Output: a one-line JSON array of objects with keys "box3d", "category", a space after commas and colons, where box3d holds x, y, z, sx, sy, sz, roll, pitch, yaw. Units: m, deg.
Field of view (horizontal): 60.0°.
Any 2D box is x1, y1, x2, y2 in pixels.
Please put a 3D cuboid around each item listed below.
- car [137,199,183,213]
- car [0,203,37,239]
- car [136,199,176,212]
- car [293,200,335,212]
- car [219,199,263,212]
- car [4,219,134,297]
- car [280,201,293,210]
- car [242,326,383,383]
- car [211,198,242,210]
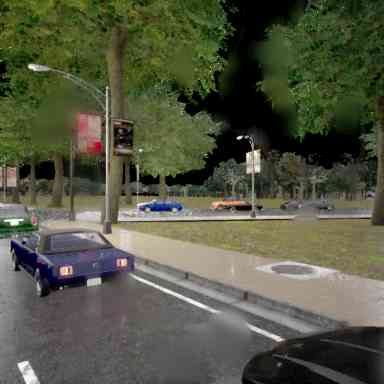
[{"box3d": [-3.579, 1.613, 38.421, 5.008, 1.535, 1.882, 0, 0, -13], "category": "car"}, {"box3d": [-8.873, 1.353, 15.894, 2.097, 1.767, 4.553, 0, 0, -37], "category": "car"}, {"box3d": [-4.545, 1.660, 41.522, 4.674, 1.442, 1.812, 0, 0, -16], "category": "car"}, {"box3d": [16.239, 1.747, 43.400, 4.902, 1.511, 2.128, 0, 0, -14], "category": "car"}, {"box3d": [6.185, 1.793, 40.879, 4.718, 1.301, 1.895, 0, 0, -14], "category": "car"}, {"box3d": [-3.410, 1.601, 8.756, 1.895, 1.301, 4.718, 0, 0, -38], "category": "car"}, {"box3d": [14.440, 1.813, 46.300, 4.181, 1.385, 1.994, 0, 0, -14], "category": "car"}, {"box3d": [2.331, 1.478, 1.261, 1.882, 1.535, 5.008, 0, 0, -37], "category": "car"}, {"box3d": [4.774, 1.540, 43.876, 4.553, 1.767, 2.097, 0, 0, -14], "category": "car"}]
